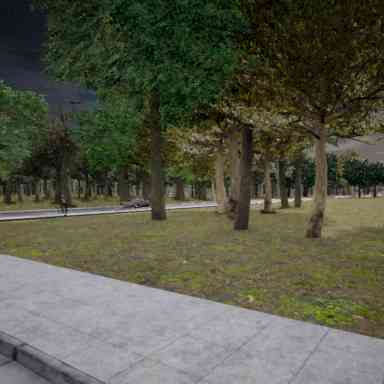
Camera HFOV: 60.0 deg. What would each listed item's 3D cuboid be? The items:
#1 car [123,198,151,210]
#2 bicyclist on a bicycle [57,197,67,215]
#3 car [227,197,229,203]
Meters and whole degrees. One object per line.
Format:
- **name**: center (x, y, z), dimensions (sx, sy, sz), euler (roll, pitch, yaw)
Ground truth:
- **car**: center (-6.646, 1.468, 42.621), dimensions (2.128, 1.511, 4.902), euler (0, 0, 36)
- **bicyclist on a bicycle**: center (-11.864, 1.292, 30.360), dimensions (1.656, 1.620, 0.582), euler (0, 0, 36)
- **car**: center (7.866, 1.531, 62.853), dimensions (1.994, 1.385, 4.181), euler (0, 0, 36)
